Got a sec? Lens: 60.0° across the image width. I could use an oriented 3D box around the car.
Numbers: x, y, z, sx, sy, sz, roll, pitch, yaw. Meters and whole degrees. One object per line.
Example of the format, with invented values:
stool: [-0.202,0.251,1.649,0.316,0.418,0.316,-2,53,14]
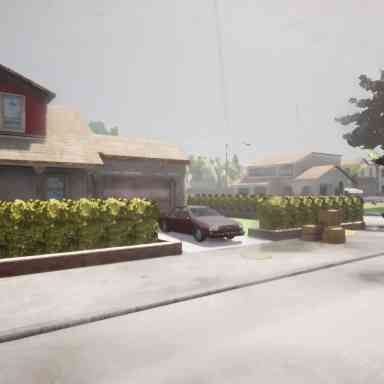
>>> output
car: [0.086,1.356,15.477,2.033,1.415,5.357,0,0,-33]
